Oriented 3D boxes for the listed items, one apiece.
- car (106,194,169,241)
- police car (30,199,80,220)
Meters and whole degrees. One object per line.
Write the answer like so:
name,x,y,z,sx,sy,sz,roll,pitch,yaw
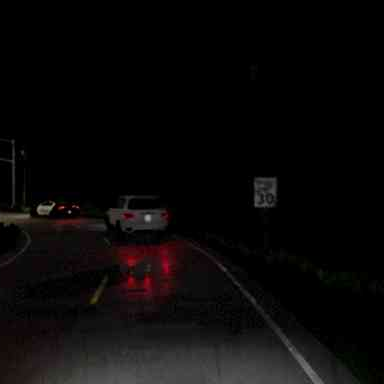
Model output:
car,-2.855,1.127,16.556,2.150,2.045,5.566,0,1,-22
police car,-11.340,1.367,27.110,4.974,1.542,2.038,0,0,37
